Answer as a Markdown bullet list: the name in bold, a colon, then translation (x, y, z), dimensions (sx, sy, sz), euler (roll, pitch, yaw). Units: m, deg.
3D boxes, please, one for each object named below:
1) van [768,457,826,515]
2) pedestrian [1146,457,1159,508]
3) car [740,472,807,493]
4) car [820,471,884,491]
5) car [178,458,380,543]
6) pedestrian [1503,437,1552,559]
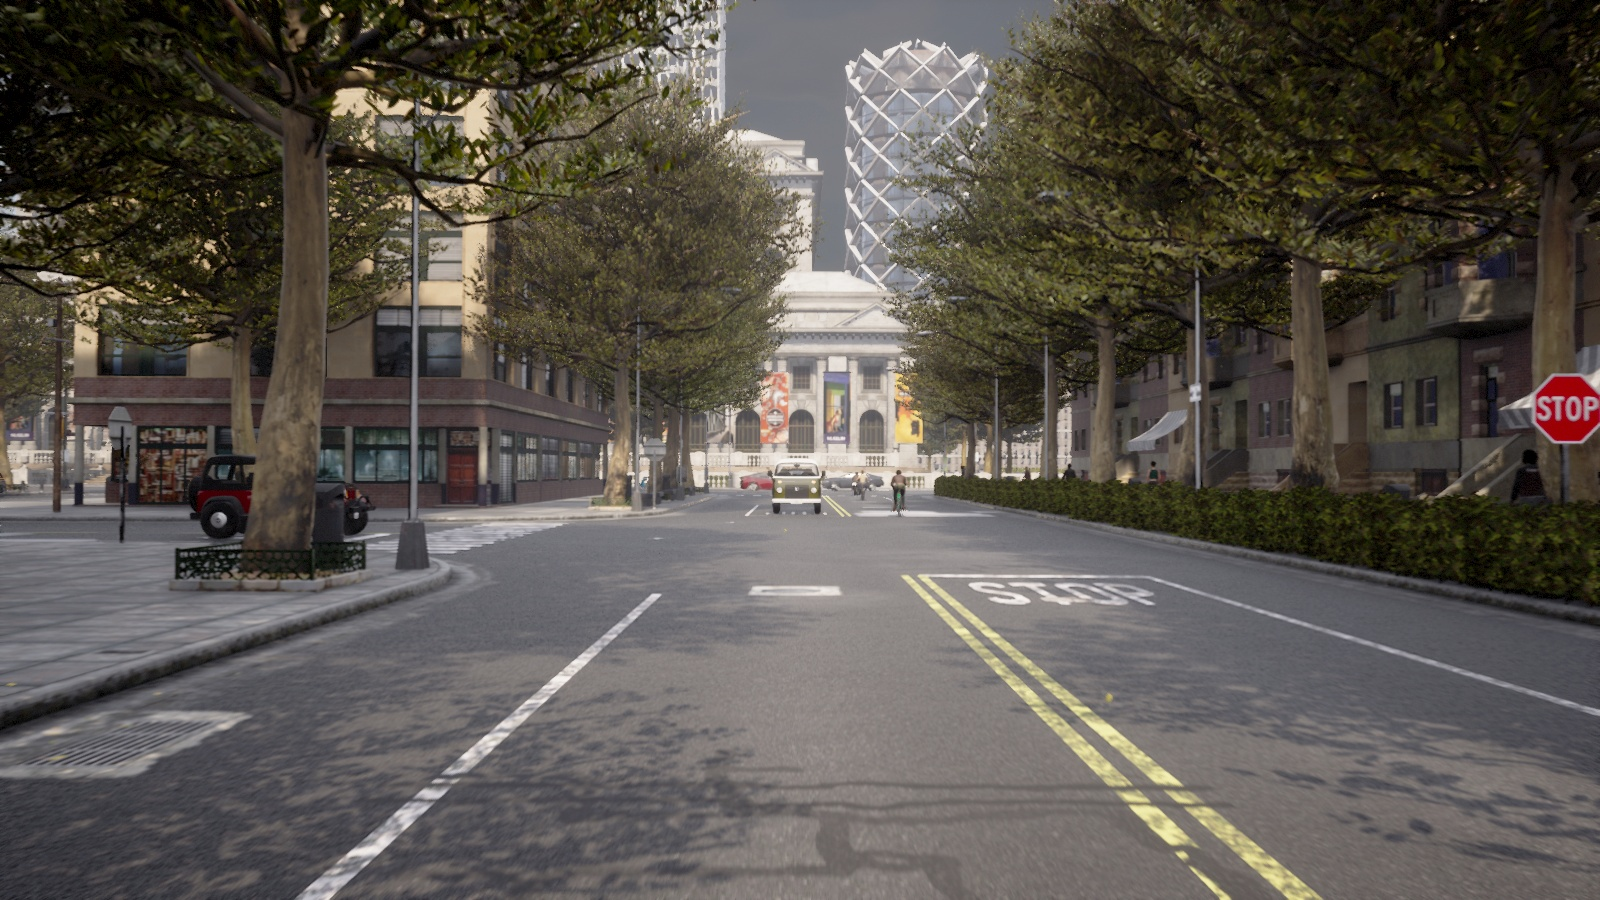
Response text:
- **van**: translation (-0.105, 1.325, 46.981), dimensions (2.069, 2.038, 4.480), euler (0, -1, 0)
- **pedestrian**: translation (12.924, 1.190, 46.029), dimensions (0.345, 1.836, 0.594), euler (0, -1, 6)
- **car**: translation (-1.877, 2.343, 90.838), dimensions (4.792, 1.488, 2.163), euler (0, -1, 0)
- **car**: translation (4.046, 2.392, 97.819), dimensions (4.902, 1.511, 2.128), euler (0, -1, 0)
- **car**: translation (-11.918, 1.143, 28.941), dimensions (3.866, 1.878, 1.905), euler (0, -1, -1)
- **pedestrian**: translation (11.734, 0.764, 20.270), dimensions (0.402, 1.930, 0.666), euler (0, -1, 2)
